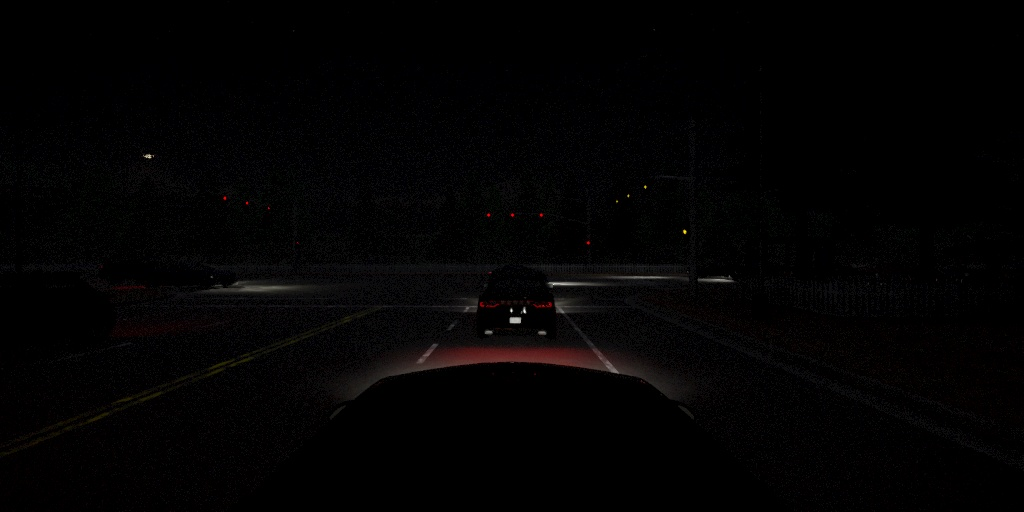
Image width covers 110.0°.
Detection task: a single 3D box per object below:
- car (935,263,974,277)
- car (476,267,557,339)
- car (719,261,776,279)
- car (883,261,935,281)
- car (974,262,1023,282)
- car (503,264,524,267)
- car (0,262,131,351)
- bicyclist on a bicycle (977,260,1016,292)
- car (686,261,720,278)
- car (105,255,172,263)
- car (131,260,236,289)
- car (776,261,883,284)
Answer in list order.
[{"bbox_3d":[37.672,1.295,31.591,4.718,1.301,1.895,0,0,9],"label":"car"},{"bbox_3d":[0.173,1.228,10.149,1.882,1.535,5.008,0,0,2],"label":"car"},{"bbox_3d":[20.235,1.242,29.010,5.357,1.411,2.033,0,0,-1],"label":"car"},{"bbox_3d":[29.988,1.172,28.739,5.008,1.535,1.882,0,0,3],"label":"car"},{"bbox_3d":[39.925,1.172,27.570,5.008,1.535,1.882,0,0,14],"label":"car"},{"bbox_3d":[0.376,1.279,25.420,4.181,1.385,1.994,0,0,0],"label":"car"},{"bbox_3d":[-10.613,1.103,6.660,2.097,1.767,4.553,0,0,0],"label":"car"},{"bbox_3d":[22.821,0.995,17.011,0.582,1.620,1.656,0,0,0],"label":"bicyclist on a bicycle"},{"bbox_3d":[18.417,1.186,32.487,4.902,1.511,2.128,0,0,1],"label":"car"},{"bbox_3d":[-25.841,0.916,25.568,5.566,2.045,2.150,0,0,0],"label":"car"},{"bbox_3d":[-19.808,1.172,22.033,5.008,1.535,1.882,0,0,0],"label":"car"},{"bbox_3d":[22.236,1.242,25.298,5.357,1.411,2.033,0,0,0],"label":"car"}]
